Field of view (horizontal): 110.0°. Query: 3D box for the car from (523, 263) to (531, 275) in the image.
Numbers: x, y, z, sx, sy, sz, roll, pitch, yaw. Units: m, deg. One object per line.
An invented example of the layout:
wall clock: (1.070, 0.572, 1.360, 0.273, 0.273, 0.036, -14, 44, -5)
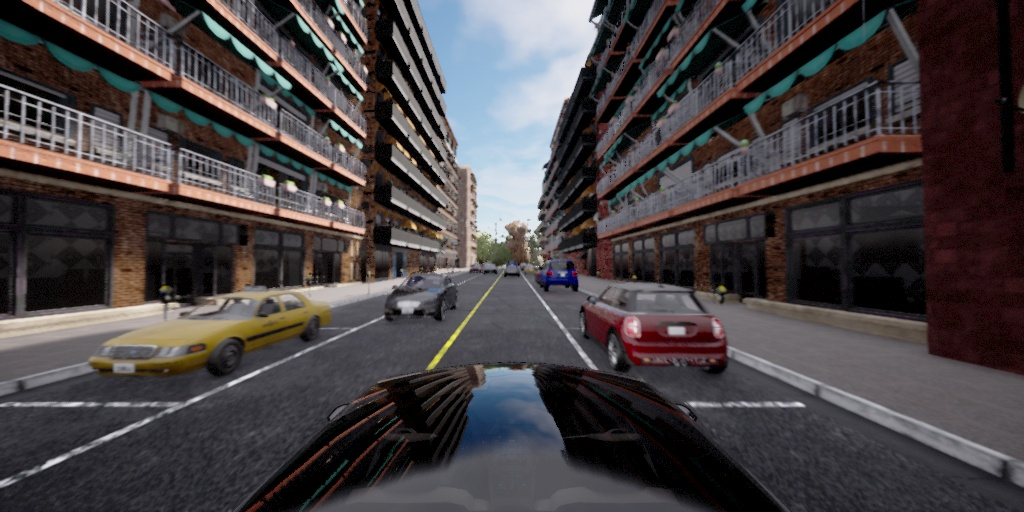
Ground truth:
car: (2.674, 1.960, 52.511, 1.751, 1.417, 4.829, 0, 0, 0)

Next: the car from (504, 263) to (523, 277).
car: (0.015, 1.908, 45.568, 1.994, 1.385, 4.181, 0, -1, 1)

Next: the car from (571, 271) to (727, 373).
car: (2.687, 1.272, 7.801, 1.967, 1.591, 4.097, 0, 0, 0)

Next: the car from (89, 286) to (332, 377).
car: (-5.693, 1.357, 7.661, 1.751, 1.417, 4.829, 0, 0, 0)

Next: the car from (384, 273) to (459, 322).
car: (-3.106, 1.394, 13.123, 2.128, 1.511, 4.902, 0, -1, 0)

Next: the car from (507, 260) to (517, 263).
car: (-0.023, 1.836, 65.191, 2.150, 2.045, 5.566, 0, -2, 0)

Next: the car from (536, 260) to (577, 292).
car: (3.095, 1.286, 24.538, 2.150, 2.045, 5.566, 0, -1, 0)

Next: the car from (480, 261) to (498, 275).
car: (-3.104, 1.908, 52.089, 1.882, 1.535, 5.008, 0, -1, 0)

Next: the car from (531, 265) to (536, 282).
car: (3.097, 1.504, 31.476, 2.097, 1.767, 4.553, 0, -1, 0)

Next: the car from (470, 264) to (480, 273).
car: (-5.737, 1.949, 57.936, 1.967, 1.591, 4.097, 0, 0, 0)
